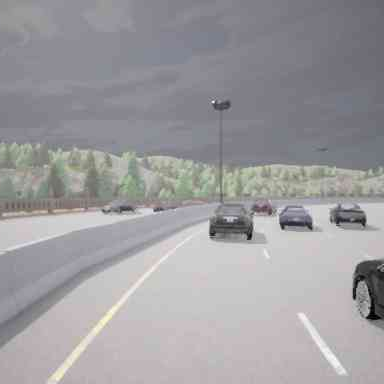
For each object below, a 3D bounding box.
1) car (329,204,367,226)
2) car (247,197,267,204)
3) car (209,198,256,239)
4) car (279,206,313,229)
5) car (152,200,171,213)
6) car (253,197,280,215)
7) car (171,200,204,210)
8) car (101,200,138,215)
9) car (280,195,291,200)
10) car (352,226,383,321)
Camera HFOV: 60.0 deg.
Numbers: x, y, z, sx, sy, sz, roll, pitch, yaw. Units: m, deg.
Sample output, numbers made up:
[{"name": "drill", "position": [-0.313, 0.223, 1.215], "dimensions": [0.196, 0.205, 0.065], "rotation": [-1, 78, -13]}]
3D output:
[{"name": "car", "position": [10.788, 1.546, 23.250], "dimensions": [2.128, 1.511, 4.902], "rotation": [0, 0, 16]}, {"name": "car", "position": [13.768, 1.770, 70.383], "dimensions": [2.128, 1.511, 4.902], "rotation": [0, -1, 41]}, {"name": "car", "position": [2.204, 1.376, 17.817], "dimensions": [2.097, 1.767, 4.553], "rotation": [0, 0, 11]}, {"name": "car", "position": [6.826, 1.610, 22.083], "dimensions": [1.994, 1.385, 4.181], "rotation": [0, 0, 15]}, {"name": "car", "position": [-2.792, 1.648, 37.685], "dimensions": [1.994, 1.385, 4.181], "rotation": [0, 0, 23]}, {"name": "car", "position": [7.620, 1.438, 34.912], "dimensions": [2.097, 1.767, 4.553], "rotation": [0, 0, 22]}, {"name": "car", "position": [-0.114, 1.583, 34.979], "dimensions": [1.837, 1.490, 4.892], "rotation": [0, -1, 22]}, {"name": "car", "position": [-7.573, 1.556, 35.054], "dimensions": [2.128, 1.511, 4.902], "rotation": [0, 0, 21]}, {"name": "car", "position": [19.861, 1.365, 71.716], "dimensions": [2.097, 1.767, 4.553], "rotation": [0, -1, 44]}, {"name": "car", "position": [3.872, 1.509, 4.405], "dimensions": [2.128, 1.511, 4.902], "rotation": [0, 0, 3]}]
